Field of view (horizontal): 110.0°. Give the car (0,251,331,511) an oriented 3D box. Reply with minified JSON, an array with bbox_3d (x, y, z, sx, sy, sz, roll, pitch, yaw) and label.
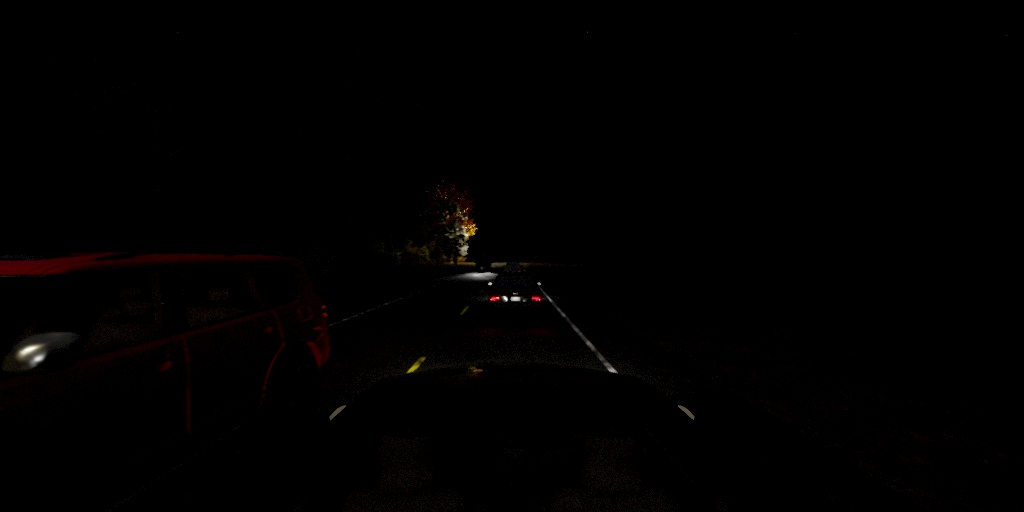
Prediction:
[{"bbox_3d":[-3.600,0.972,2.740,2.150,2.045,5.566,0,0,0],"label":"car"}]

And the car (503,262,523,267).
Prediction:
[{"bbox_3d":[0.097,1.302,34.371,1.812,1.442,4.674,0,0,0],"label":"car"}]

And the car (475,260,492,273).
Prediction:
[{"bbox_3d":[-3.573,1.279,45.236,2.128,1.511,4.902,0,0,0],"label":"car"}]

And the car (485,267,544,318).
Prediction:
[{"bbox_3d":[0.104,1.305,13.001,2.033,1.411,5.357,0,0,0],"label":"car"}]
